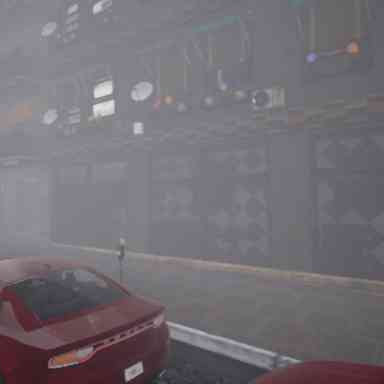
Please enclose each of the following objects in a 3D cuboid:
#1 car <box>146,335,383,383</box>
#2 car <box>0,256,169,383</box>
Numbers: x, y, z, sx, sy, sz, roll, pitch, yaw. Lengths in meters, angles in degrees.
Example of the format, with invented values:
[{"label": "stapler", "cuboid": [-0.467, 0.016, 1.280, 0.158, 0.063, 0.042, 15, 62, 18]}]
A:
[{"label": "car", "cuboid": [2.144, 1.545, 1.215, 4.507, 1.381, 1.887, 0, -1, 36]}, {"label": "car", "cuboid": [-2.358, 1.547, 4.427, 4.507, 1.381, 1.887, 0, -1, 36]}]
